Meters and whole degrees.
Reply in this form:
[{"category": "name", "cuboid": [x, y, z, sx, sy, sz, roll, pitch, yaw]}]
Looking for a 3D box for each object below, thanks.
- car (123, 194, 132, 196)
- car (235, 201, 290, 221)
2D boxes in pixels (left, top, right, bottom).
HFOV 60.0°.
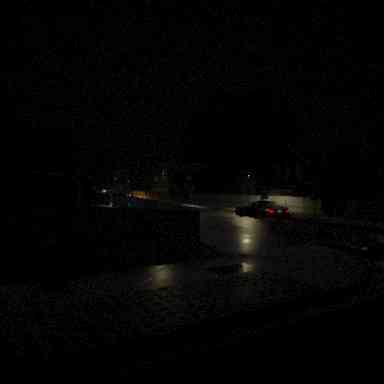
[{"category": "car", "cuboid": [-10.011, 1.046, 52.407, 1.895, 1.301, 4.718, 0, 1, -29]}, {"category": "car", "cuboid": [5.183, 1.364, 25.249, 2.033, 1.411, 5.357, 0, 0, -19]}]
